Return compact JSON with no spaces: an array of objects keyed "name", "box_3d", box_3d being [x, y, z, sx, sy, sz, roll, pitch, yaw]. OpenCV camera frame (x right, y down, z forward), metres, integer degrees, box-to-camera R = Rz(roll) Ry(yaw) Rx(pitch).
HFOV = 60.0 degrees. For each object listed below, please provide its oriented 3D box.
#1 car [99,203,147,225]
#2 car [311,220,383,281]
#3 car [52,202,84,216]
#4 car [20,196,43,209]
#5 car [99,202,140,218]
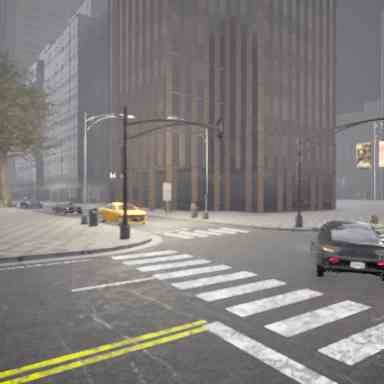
[{"name":"car","box_3d":[-5.120,1.542,24.333,1.882,1.535,5.008,0,0,-39]},{"name":"car","box_3d":[4.709,1.589,10.125,1.812,1.442,4.674,1,0,19]},{"name":"car","box_3d":[-12.597,1.659,33.729,1.895,1.301,4.718,0,0,-39]},{"name":"car","box_3d":[-21.914,1.401,45.490,2.097,1.767,4.553,0,0,-38]},{"name":"car","box_3d":[-7.026,1.671,31.877,1.895,1.301,4.718,0,0,-39]}]
